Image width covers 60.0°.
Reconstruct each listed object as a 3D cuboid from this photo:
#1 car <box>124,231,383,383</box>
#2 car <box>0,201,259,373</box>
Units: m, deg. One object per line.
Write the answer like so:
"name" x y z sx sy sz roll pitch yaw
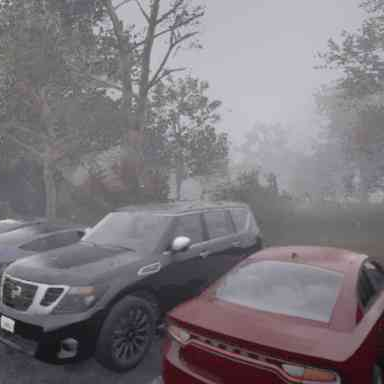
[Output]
"car" 1.693 1.485 4.601 2.097 1.535 5.008 0 0 36
"car" -0.576 1.233 6.218 2.435 2.045 5.566 0 0 36
